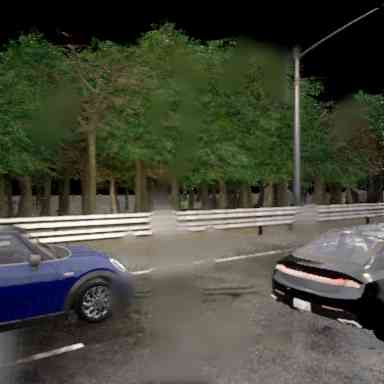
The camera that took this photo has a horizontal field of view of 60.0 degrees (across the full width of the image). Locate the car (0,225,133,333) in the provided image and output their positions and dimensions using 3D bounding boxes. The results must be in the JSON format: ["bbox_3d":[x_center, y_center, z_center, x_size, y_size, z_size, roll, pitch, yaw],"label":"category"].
[{"bbox_3d":[-3.323,1.345,5.629,4.553,1.767,2.097,0,0,-36],"label":"car"}]

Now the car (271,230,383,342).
[{"bbox_3d":[3.665,1.487,6.406,4.902,1.511,2.128,0,0,-34],"label":"car"}]
